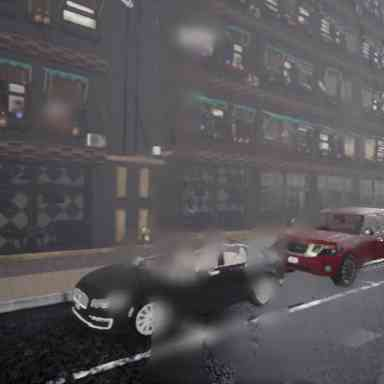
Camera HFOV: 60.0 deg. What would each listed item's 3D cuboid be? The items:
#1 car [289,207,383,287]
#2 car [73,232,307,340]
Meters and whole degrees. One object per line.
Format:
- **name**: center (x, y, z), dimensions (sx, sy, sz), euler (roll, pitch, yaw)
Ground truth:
- **car**: center (4.601, 1.415, 9.822), dimensions (5.009, 1.841, 2.192), euler (1, 0, -35)
- **car**: center (-0.019, 1.590, 6.531), dimensions (4.403, 1.369, 2.008), euler (1, 0, -35)
